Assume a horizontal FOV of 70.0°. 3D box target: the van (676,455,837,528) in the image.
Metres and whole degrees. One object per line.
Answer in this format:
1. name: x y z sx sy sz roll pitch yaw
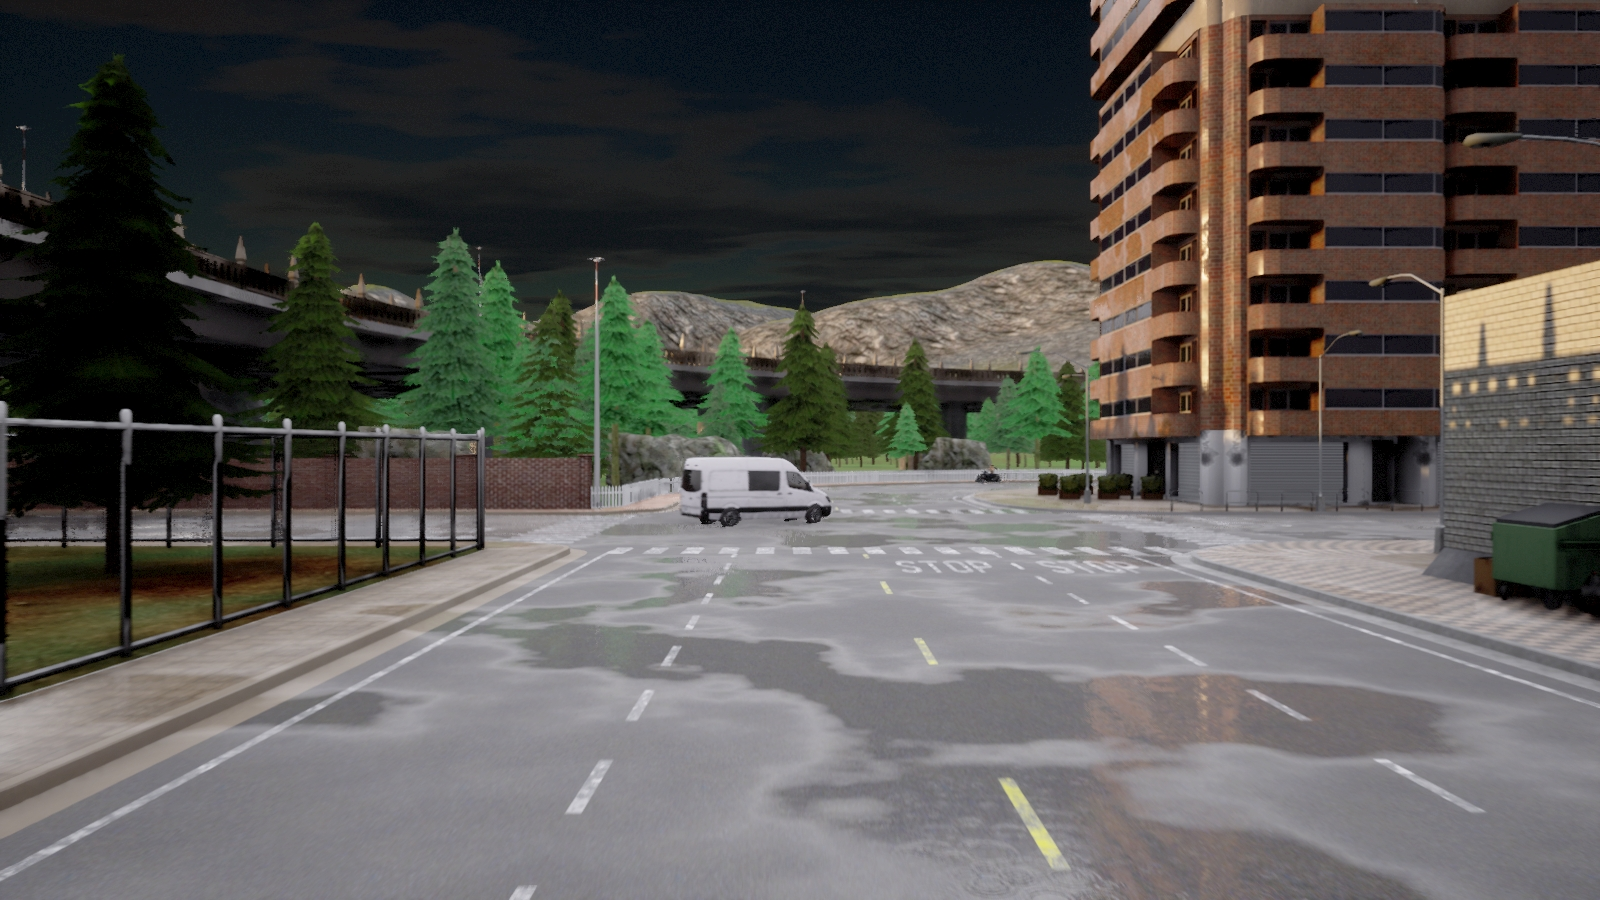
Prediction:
1. van: -1.595 1.502 43.493 5.915 2.561 1.988 0 1 -32
